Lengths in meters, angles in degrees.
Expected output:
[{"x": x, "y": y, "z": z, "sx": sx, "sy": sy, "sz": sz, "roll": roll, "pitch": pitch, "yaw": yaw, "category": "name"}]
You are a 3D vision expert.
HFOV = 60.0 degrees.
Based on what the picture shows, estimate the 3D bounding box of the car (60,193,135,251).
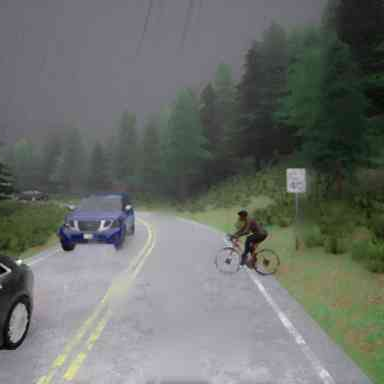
[{"x": -3.657, "y": 1.081, "z": 13.834, "sx": 2.150, "sy": 2.045, "sz": 5.566, "roll": 0, "pitch": 1, "yaw": -4, "category": "car"}]

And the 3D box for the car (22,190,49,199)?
[{"x": -21.196, "y": 0.527, "z": 43.883, "sx": 5.008, "sy": 1.535, "sz": 1.882, "roll": 2, "pitch": -3, "yaw": 23, "category": "car"}]

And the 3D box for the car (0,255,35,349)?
[{"x": -3.353, "y": 1.475, "z": 3.331, "sx": 1.837, "sy": 1.490, "sz": 4.892, "roll": 0, "pitch": 0, "yaw": -1, "category": "car"}]

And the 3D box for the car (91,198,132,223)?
[{"x": -6.017, "y": 1.232, "z": 24.236, "sx": 2.033, "sy": 1.411, "sz": 5.357, "roll": 2, "pitch": 1, "yaw": -23, "category": "car"}]

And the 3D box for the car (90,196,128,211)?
[{"x": -8.795, "y": 1.189, "z": 34.866, "sx": 1.895, "sy": 1.301, "sz": 4.718, "roll": 3, "pitch": -1, "yaw": -40, "category": "car"}]

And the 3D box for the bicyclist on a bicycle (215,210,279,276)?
[{"x": 1.411, "y": 1.301, "z": 8.412, "sx": 1.656, "sy": 1.620, "sz": 0.582, "roll": 2, "pitch": 0, "yaw": 0, "category": "bicyclist on a bicycle"}]
